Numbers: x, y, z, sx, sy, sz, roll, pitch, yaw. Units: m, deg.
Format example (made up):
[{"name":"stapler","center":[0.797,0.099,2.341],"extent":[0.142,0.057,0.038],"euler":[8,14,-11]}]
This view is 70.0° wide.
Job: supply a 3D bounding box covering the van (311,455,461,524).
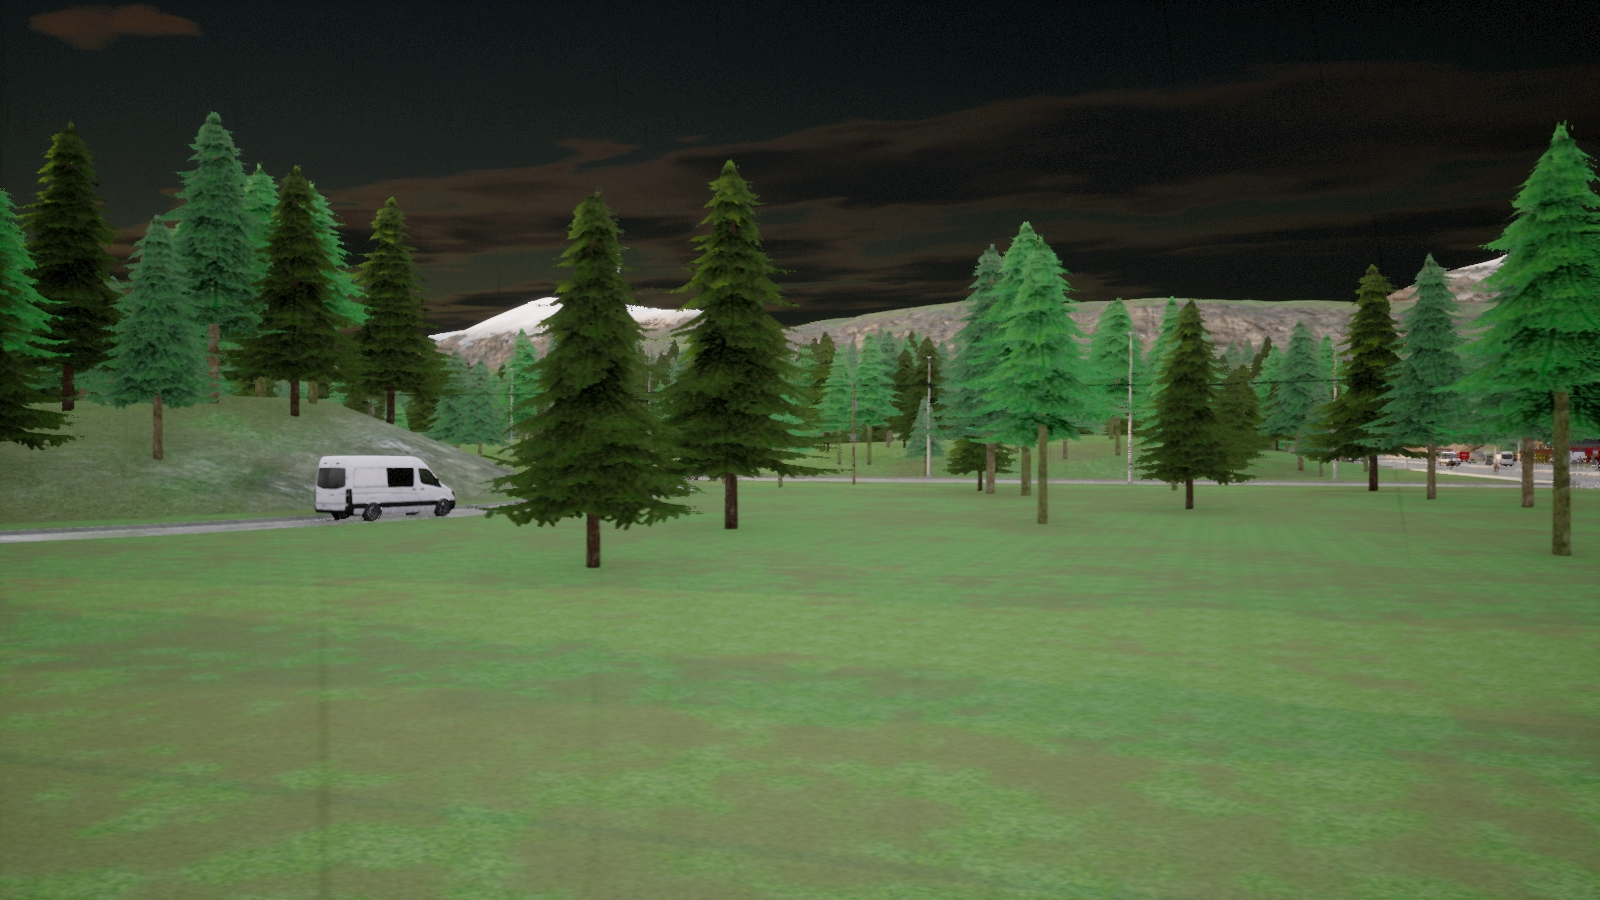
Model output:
[{"name":"van","center":[-16.584,1.512,46.161],"extent":[1.988,2.561,5.915],"euler":[0,0,28]}]
